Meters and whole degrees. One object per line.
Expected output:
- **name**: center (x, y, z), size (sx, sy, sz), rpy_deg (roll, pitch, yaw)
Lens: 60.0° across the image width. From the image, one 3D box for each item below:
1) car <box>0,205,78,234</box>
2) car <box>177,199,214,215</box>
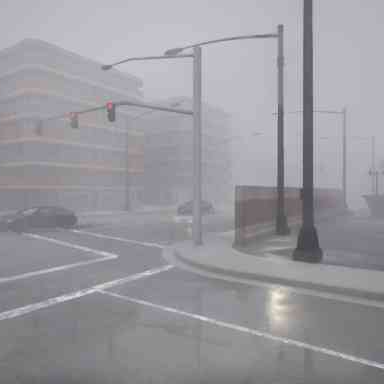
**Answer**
- **car**: center (-8.893, 1.516, 19.333), size (1.812, 1.442, 4.674), rpy_deg (0, -1, 35)
- **car**: center (0.418, 1.504, 32.845), size (1.837, 1.490, 4.892), rpy_deg (0, 0, 35)
